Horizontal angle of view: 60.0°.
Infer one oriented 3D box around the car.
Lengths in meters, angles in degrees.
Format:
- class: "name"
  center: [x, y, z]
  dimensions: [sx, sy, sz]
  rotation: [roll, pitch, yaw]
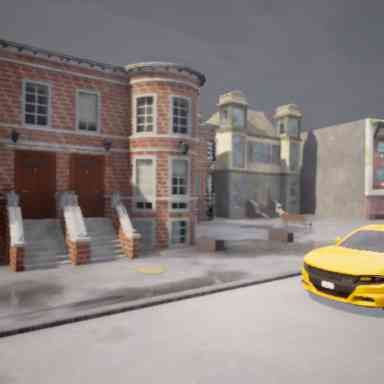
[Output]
- class: "car"
  center: [4.648, 1.519, 7.745]
  dimensions: [5.008, 1.535, 1.882]
  rotation: [1, 0, -34]
